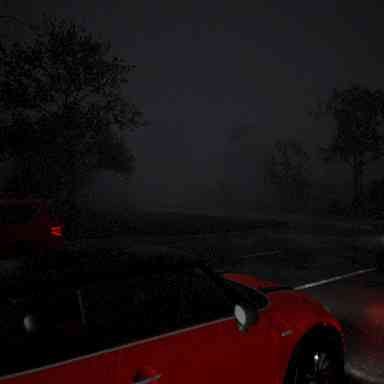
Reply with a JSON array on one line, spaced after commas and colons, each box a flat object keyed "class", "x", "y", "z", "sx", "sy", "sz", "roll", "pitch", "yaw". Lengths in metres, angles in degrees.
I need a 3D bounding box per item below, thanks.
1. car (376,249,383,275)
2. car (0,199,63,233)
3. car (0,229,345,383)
[{"class": "car", "x": 6.751, "y": 1.601, "z": 8.528, "sx": 4.718, "sy": 1.301, "sz": 1.895, "roll": 0, "pitch": 0, "yaw": -36}, {"class": "car", "x": -6.097, "y": 1.221, "z": 8.232, "sx": 5.566, "sy": 2.045, "sz": 2.150, "roll": 0, "pitch": 0, "yaw": -35}, {"class": "car", "x": -0.453, "y": 1.352, "z": 3.397, "sx": 4.553, "sy": 1.767, "sz": 2.097, "roll": 0, "pitch": 0, "yaw": -35}]
